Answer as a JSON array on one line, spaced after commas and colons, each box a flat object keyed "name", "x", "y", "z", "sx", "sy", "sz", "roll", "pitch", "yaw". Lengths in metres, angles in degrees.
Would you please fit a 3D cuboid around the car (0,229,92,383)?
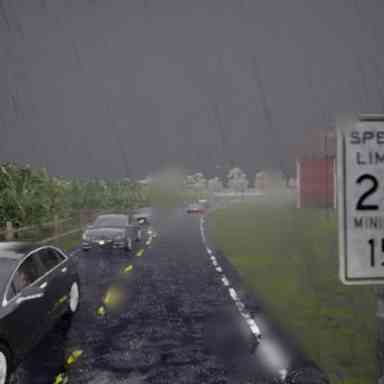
[{"name": "car", "x": -3.054, "y": 1.604, "z": 4.902, "sx": 1.837, "sy": 1.490, "sz": 4.892, "roll": -1, "pitch": -1, "yaw": -4}]

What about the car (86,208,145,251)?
[{"name": "car", "x": -3.485, "y": 1.702, "z": 15.064, "sx": 1.837, "sy": 1.490, "sz": 4.892, "roll": -1, "pitch": -1, "yaw": -1}]

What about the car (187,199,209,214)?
[{"name": "car", "x": 0.557, "y": 1.889, "z": 39.627, "sx": 1.994, "sy": 1.385, "sz": 4.181, "roll": -1, "pitch": 0, "yaw": 6}]

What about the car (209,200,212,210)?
[{"name": "car", "x": 1.913, "y": 1.849, "z": 50.015, "sx": 1.882, "sy": 1.535, "sz": 5.008, "roll": -1, "pitch": 0, "yaw": 9}]

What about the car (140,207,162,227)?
[{"name": "car", "x": -3.405, "y": 1.843, "z": 25.089, "sx": 1.994, "sy": 1.385, "sz": 4.181, "roll": -1, "pitch": 0, "yaw": 2}]
